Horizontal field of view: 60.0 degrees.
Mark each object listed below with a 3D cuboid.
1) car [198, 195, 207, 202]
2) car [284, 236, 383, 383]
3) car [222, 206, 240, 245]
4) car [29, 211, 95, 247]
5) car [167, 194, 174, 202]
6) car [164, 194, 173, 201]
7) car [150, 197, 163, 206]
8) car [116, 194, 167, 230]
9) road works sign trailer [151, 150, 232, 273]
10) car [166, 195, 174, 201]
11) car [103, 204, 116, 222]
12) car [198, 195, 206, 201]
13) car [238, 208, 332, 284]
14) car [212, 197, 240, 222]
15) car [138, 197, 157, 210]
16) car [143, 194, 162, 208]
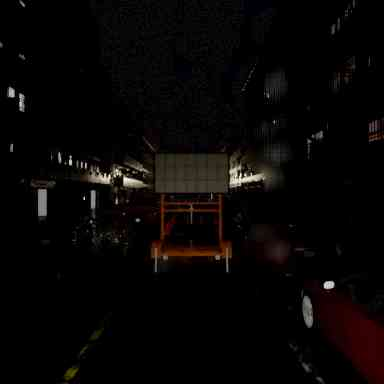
[{"bbox_3d":[2.576,1.503,77.332,1.752,1.417,4.829,0,0,0],"label":"car"},{"bbox_3d":[2.687,1.545,3.889,1.887,1.381,4.507,0,0,0],"label":"car"},{"bbox_3d":[2.670,1.550,15.161,2.008,1.369,4.403,0,0,0],"label":"car"},{"bbox_3d":[-5.711,1.565,15.152,1.947,1.339,4.313,0,0,0],"label":"car"},{"bbox_3d":[-5.803,1.292,77.154,2.192,1.841,5.009,0,0,0],"label":"car"},{"bbox_3d":[-5.813,1.414,82.789,1.967,1.590,4.097,0,0,0],"label":"car"},{"bbox_3d":[-5.771,1.570,54.608,1.802,1.307,4.206,0,0,0],"label":"car"},{"bbox_3d":[-3.031,1.220,21.342,2.150,2.045,5.566,0,0,0],"label":"car"},{"bbox_3d":[-0.015,0.464,10.654,2.380,3.560,2.880,0,0,0],"label":"road works sign trailer"},{"bbox_3d":[-5.821,1.516,88.427,1.887,1.381,4.507,0,0,0],"label":"car"},{"bbox_3d":[-5.728,1.523,26.255,1.752,1.417,4.829,0,0,0],"label":"car"},{"bbox_3d":[2.559,1.516,88.435,1.887,1.381,4.507,0,0,0],"label":"car"},{"bbox_3d":[2.679,1.440,9.526,1.967,1.590,4.097,0,0,0],"label":"car"},{"bbox_3d":[2.654,1.312,26.435,2.192,1.841,5.009,0,0,0],"label":"car"},{"bbox_3d":[-5.753,1.432,43.335,1.967,1.590,4.097,0,0,0],"label":"car"},{"bbox_3d":[-5.761,1.305,48.972,2.192,1.841,5.009,0,0,0],"label":"car"}]
